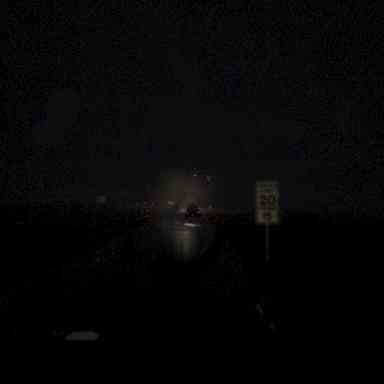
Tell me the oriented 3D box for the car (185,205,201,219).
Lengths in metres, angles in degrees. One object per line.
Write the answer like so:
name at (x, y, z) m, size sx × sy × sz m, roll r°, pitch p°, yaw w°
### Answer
car at (0.107, 2.536, 40.734) m, size 1.812 × 1.442 × 4.674 m, roll 0°, pitch -1°, yaw 0°

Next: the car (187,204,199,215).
car at (0.136, 2.679, 50.768) m, size 1.837 × 1.490 × 4.892 m, roll 0°, pitch -1°, yaw 0°

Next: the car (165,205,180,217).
car at (-2.629, 2.587, 45.770) m, size 1.882 × 1.535 × 5.008 m, roll 0°, pitch -1°, yaw 0°
